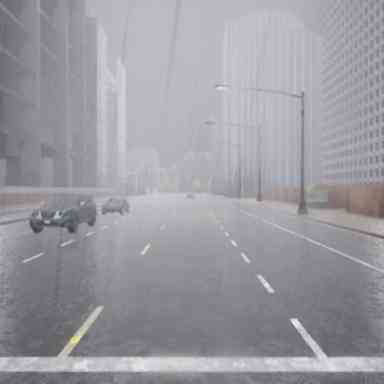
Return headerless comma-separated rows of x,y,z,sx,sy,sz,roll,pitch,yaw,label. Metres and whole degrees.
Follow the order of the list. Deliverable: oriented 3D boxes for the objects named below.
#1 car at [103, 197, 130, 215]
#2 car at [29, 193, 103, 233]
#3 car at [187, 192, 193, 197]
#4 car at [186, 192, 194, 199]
-7.068,1.290,31.147,1.837,1.490,4.892,0,1,0,car
-7.090,1.091,19.031,2.150,2.045,5.566,0,0,0,car
-0.606,0.757,94.344,1.812,1.442,4.674,0,0,-1,car
-0.347,0.952,83.939,2.033,1.411,5.357,0,0,-1,car
